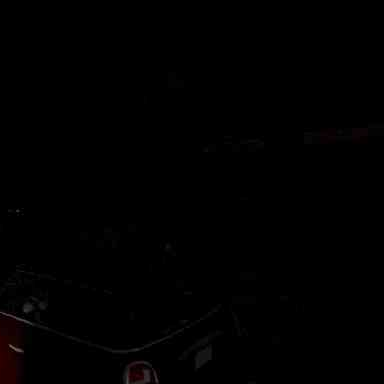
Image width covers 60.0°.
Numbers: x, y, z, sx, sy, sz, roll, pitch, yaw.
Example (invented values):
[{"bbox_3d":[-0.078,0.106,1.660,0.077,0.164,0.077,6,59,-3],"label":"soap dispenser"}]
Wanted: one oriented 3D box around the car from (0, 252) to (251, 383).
[{"bbox_3d":[-1.480,1.476,4.023,4.097,1.590,1.967,-1,-1,35],"label":"car"}]
